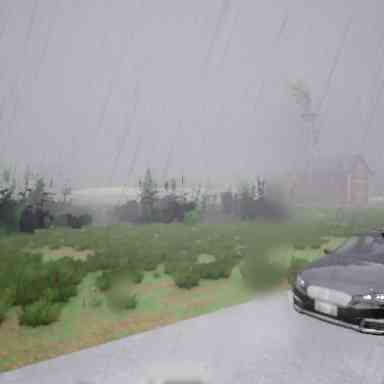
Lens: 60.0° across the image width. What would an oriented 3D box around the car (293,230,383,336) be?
[{"bbox_3d":[4.007,1.564,6.709,4.902,1.511,2.128,1,-1,-38],"label":"car"}]
